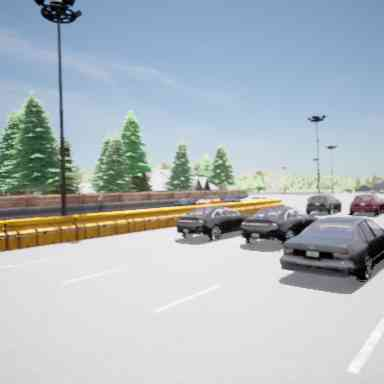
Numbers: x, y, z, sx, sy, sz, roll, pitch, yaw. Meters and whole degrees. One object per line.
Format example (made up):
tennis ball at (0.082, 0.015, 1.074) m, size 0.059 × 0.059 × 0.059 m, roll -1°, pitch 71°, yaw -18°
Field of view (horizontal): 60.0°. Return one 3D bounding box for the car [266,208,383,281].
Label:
car at (4.423, 1.432, 9.592) m, size 2.033 × 1.411 × 5.357 m, roll -2°, pitch 0°, yaw 41°

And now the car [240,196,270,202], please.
car at (8.629, 1.258, 43.571) m, size 1.882 × 1.535 × 5.008 m, roll -2°, pitch 0°, yaw 34°

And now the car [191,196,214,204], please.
car at (2.392, 1.317, 46.835) m, size 2.097 × 1.767 × 4.553 m, roll -2°, pitch 0°, yaw 34°

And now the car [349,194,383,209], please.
car at (14.528, 0.949, 27.453) m, size 2.097 × 1.767 × 4.553 m, roll -2°, pitch 0°, yaw 37°

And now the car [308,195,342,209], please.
car at (11.859, 1.029, 29.715) m, size 2.097 × 1.767 × 4.553 m, roll -2°, pitch 0°, yaw 37°

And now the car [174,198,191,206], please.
car at (-0.799, 1.624, 48.346) m, size 1.994 × 1.385 × 4.181 m, roll -2°, pitch 0°, yaw 34°

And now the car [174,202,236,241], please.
car at (1.304, 1.471, 16.711) m, size 2.128 × 1.511 × 4.902 m, roll -2°, pitch 0°, yaw 41°

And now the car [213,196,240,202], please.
car at (5.081, 1.449, 44.566) m, size 1.994 × 1.385 × 4.181 m, roll -2°, pitch 0°, yaw 34°

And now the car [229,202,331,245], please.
car at (3.981, 1.391, 14.457) m, size 2.128 × 1.511 × 4.902 m, roll -2°, pitch 0°, yaw 41°
